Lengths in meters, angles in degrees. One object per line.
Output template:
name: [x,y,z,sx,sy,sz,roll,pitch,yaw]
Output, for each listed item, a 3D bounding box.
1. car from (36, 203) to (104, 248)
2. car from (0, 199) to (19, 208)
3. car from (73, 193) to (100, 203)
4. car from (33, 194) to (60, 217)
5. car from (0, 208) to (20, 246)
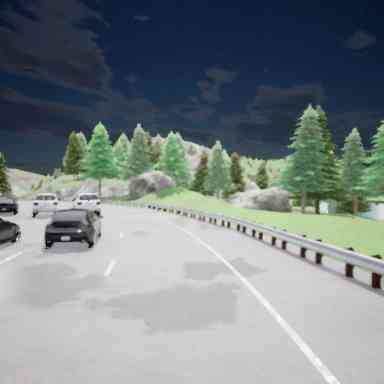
car: [-5.105,1.468,14.691,1.837,1.490,4.892,0,0,-10]
car: [-18.328,1.428,32.988,1.882,1.535,5.008,0,0,-25]
car: [-9.931,1.140,31.337,2.150,2.045,5.566,0,0,-22]
car: [-13.580,1.158,31.045,2.150,2.045,5.566,0,0,-22]
car: [-8.391,1.549,13.124,1.994,1.385,4.181,0,0,-10]
